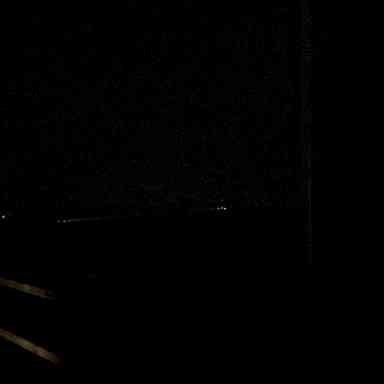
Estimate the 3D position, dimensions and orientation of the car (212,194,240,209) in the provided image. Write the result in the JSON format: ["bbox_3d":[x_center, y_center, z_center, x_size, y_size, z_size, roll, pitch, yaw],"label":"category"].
[{"bbox_3d":[5.138,1.405,49.521,2.150,2.045,5.566,-3,-2,36],"label":"car"}]

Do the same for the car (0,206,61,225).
[{"bbox_3d":[-12.205,1.732,25.344,1.994,1.385,4.181,-3,-2,36],"label":"car"}]

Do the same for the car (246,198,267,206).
[{"bbox_3d":[11.194,1.742,58.033,2.033,1.411,5.357,-3,-2,36],"label":"car"}]

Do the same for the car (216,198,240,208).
[{"bbox_3d":[6.050,1.883,55.566,1.837,1.490,4.892,-3,-2,36],"label":"car"}]
